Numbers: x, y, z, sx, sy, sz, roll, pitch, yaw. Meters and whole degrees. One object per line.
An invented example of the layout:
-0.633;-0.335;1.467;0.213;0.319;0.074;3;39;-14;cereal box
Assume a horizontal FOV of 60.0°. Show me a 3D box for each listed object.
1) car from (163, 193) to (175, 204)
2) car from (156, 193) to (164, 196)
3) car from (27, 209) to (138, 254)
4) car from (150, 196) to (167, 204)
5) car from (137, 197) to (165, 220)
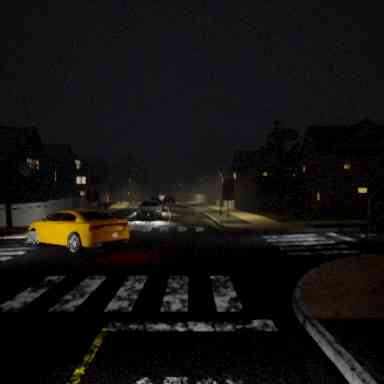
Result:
-3.977;1.339;57.270;1.837;1.490;4.892;0;0;-10;car
-5.544;1.331;48.868;1.837;1.490;4.892;0;1;-8;car
-4.650;1.416;13.259;5.008;1.535;1.882;-1;-1;39;car
-4.102;1.418;36.621;1.994;1.385;4.181;0;0;-6;car
-3.357;1.402;26.826;1.812;1.442;4.674;0;0;-3;car
